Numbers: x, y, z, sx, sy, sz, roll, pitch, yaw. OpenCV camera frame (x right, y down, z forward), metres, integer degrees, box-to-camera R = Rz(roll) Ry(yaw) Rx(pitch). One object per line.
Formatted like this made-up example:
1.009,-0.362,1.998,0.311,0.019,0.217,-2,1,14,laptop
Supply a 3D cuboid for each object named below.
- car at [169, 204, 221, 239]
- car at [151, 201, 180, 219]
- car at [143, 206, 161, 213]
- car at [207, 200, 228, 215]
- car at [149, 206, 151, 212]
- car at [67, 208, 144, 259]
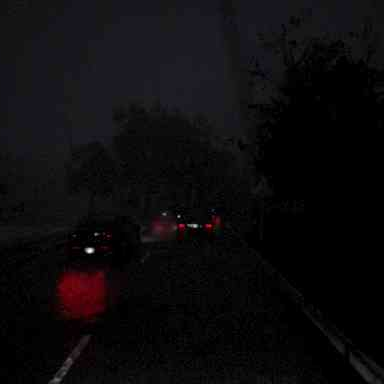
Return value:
0.206,1.571,17.356,2.033,1.411,5.357,0,0,2,car
-1.822,1.556,29.150,1.837,1.490,4.892,-1,0,9,car
-10.215,4.432,85.314,4.553,1.767,2.097,1,-4,-9,car
2.579,1.536,34.215,2.128,1.511,4.902,-1,-1,13,car
-10.728,4.224,81.932,4.553,1.767,2.097,1,-4,-13,car
-3.134,1.525,12.645,1.837,1.490,4.892,0,0,0,car
